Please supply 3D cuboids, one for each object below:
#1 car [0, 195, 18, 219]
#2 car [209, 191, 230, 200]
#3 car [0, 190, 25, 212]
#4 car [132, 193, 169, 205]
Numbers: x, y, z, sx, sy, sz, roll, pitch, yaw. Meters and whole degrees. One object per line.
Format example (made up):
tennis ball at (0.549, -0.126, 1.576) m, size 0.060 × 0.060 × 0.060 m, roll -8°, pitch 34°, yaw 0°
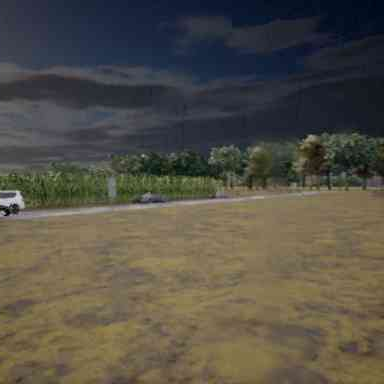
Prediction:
car at (-15.419, 1.225, 23.311) m, size 1.882 × 1.535 × 5.008 m, roll -1°, pitch 1°, yaw 33°
car at (4.684, 0.591, 56.553) m, size 1.994 × 1.385 × 4.181 m, roll 0°, pitch 1°, yaw 35°
car at (-16.458, 0.923, 26.773) m, size 2.150 × 2.045 × 5.566 m, roll 0°, pitch 1°, yaw 35°
car at (-5.227, 0.887, 42.677) m, size 2.033 × 1.411 × 5.357 m, roll 0°, pitch 1°, yaw 36°
